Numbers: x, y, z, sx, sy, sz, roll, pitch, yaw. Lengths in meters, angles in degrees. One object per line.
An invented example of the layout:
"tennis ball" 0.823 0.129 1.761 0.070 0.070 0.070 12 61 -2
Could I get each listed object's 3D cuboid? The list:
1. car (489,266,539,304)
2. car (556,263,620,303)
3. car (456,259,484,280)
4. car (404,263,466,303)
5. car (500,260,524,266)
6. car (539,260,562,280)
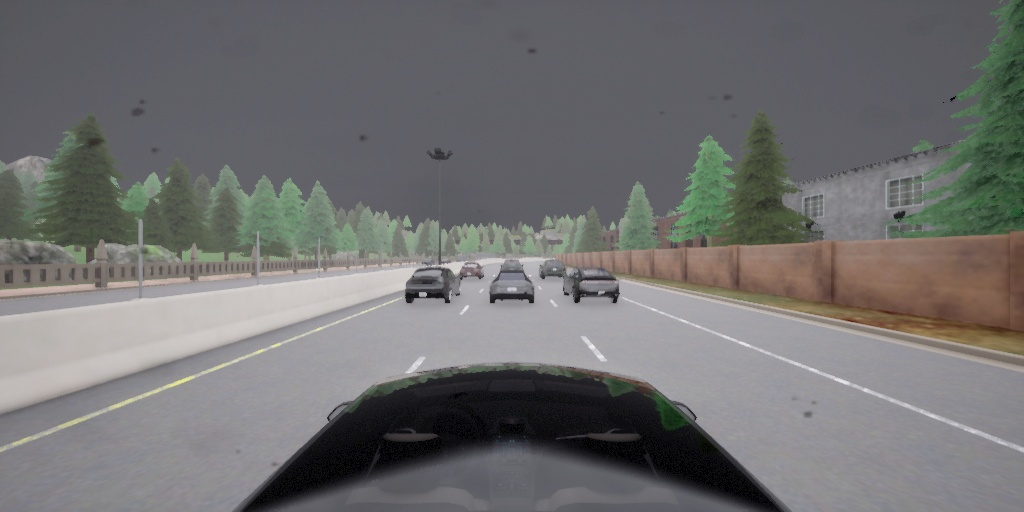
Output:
"car" 0.000 1.320 16.500 1.994 1.385 4.181 0 0 0
"car" 3.500 1.242 16.500 2.128 1.511 4.902 0 0 0
"car" -3.500 1.280 31.500 1.812 1.442 4.674 0 0 0
"car" -3.500 1.263 16.500 1.837 1.490 4.892 0 0 0
"car" 0.000 1.114 31.470 2.097 1.767 4.553 0 0 0
"car" 3.500 1.114 31.470 2.097 1.767 4.553 0 0 0
